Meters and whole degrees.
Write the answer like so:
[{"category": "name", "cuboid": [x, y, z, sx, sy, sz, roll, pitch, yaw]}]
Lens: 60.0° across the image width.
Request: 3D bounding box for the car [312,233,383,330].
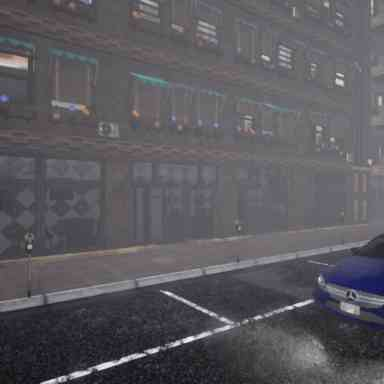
[{"category": "car", "cuboid": [4.319, 1.526, 6.459, 4.674, 1.442, 1.812, 0, 0, -35]}]
